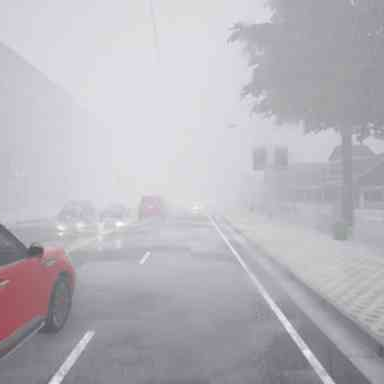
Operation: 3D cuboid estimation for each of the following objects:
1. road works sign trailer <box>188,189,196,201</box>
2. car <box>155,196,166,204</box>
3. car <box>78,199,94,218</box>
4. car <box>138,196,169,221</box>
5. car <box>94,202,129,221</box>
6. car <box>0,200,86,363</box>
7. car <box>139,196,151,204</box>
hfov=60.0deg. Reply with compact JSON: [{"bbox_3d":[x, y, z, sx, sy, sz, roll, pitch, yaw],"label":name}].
[{"bbox_3d":[-0.028,0.758,94.578,2.380,3.560,2.880,0,0,0],"label":"road works sign trailer"},{"bbox_3d":[-6.522,1.690,70.018,1.882,1.535,5.008,0,0,0],"label":"car"},{"bbox_3d":[-9.855,1.441,28.747,2.097,1.767,4.553,0,0,0],"label":"car"},{"bbox_3d":[-3.169,1.308,28.019,2.150,2.045,5.566,0,0,0],"label":"car"},{"bbox_3d":[-6.606,1.615,28.599,1.812,1.442,4.674,0,0,0],"label":"car"},{"bbox_3d":[-3.168,1.236,3.623,2.150,2.045,5.566,0,0,0],"label":"car"},{"bbox_3d":[-9.772,1.712,70.017,1.837,1.490,4.892,0,0,0],"label":"car"}]
